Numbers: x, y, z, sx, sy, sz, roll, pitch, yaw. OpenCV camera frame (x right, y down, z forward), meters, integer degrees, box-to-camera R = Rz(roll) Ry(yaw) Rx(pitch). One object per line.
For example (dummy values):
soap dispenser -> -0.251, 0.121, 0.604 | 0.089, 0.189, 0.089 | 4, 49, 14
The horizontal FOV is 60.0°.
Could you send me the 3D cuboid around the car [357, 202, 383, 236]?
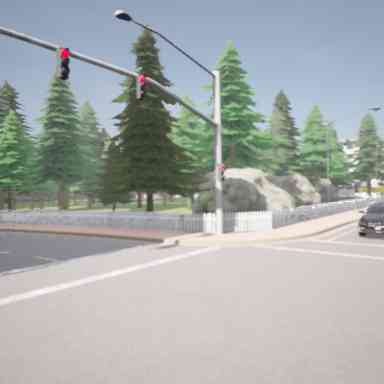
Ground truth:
car -> 9.346, 1.243, 15.922 | 1.837, 1.490, 4.892 | -1, 0, 39
